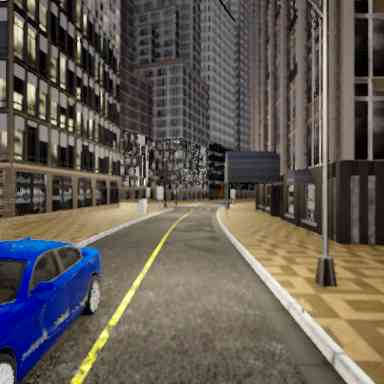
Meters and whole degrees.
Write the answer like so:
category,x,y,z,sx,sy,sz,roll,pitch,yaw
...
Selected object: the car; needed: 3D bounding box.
category,x,y,z,sx,sy,sz,roll,pitch,yaw
car,-2.738,1.494,4.741,1.882,1.535,5.008,0,0,0
